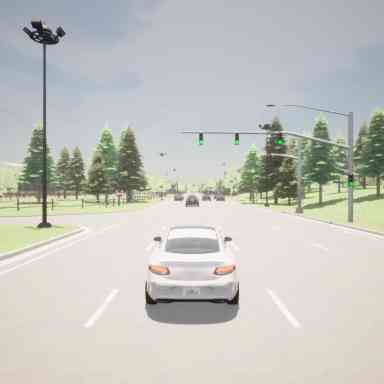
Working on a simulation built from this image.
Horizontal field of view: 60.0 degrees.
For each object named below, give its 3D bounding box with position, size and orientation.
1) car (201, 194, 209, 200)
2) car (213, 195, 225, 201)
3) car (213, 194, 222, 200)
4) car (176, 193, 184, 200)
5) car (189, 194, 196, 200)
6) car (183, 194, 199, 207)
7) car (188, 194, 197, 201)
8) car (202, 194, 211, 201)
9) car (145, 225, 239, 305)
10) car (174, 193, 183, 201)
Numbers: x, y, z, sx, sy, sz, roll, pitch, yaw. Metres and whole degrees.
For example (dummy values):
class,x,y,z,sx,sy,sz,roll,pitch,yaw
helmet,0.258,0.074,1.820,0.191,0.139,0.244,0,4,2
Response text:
class,x,y,z,sx,sy,sz,roll,pitch,yaw
car,3.612,1.372,92.907,2.033,1.411,5.357,0,0,0
car,7.099,1.517,82.483,2.128,1.511,4.902,0,0,0
car,7.112,1.385,92.903,1.994,1.385,4.181,0,0,0
car,-3.388,1.188,92.885,2.097,1.767,4.553,0,0,0
car,0.112,1.332,92.911,1.837,1.490,4.892,0,0,0
car,0.062,1.352,51.848,2.097,1.767,4.553,0,0,0
car,0.100,1.348,82.878,2.097,1.767,4.553,0,0,0
car,3.600,1.348,82.874,2.097,1.767,4.553,0,0,0
car,0.016,1.526,7.975,1.812,1.442,4.674,0,0,0
car,-3.400,1.544,82.879,1.994,1.385,4.181,0,0,0
